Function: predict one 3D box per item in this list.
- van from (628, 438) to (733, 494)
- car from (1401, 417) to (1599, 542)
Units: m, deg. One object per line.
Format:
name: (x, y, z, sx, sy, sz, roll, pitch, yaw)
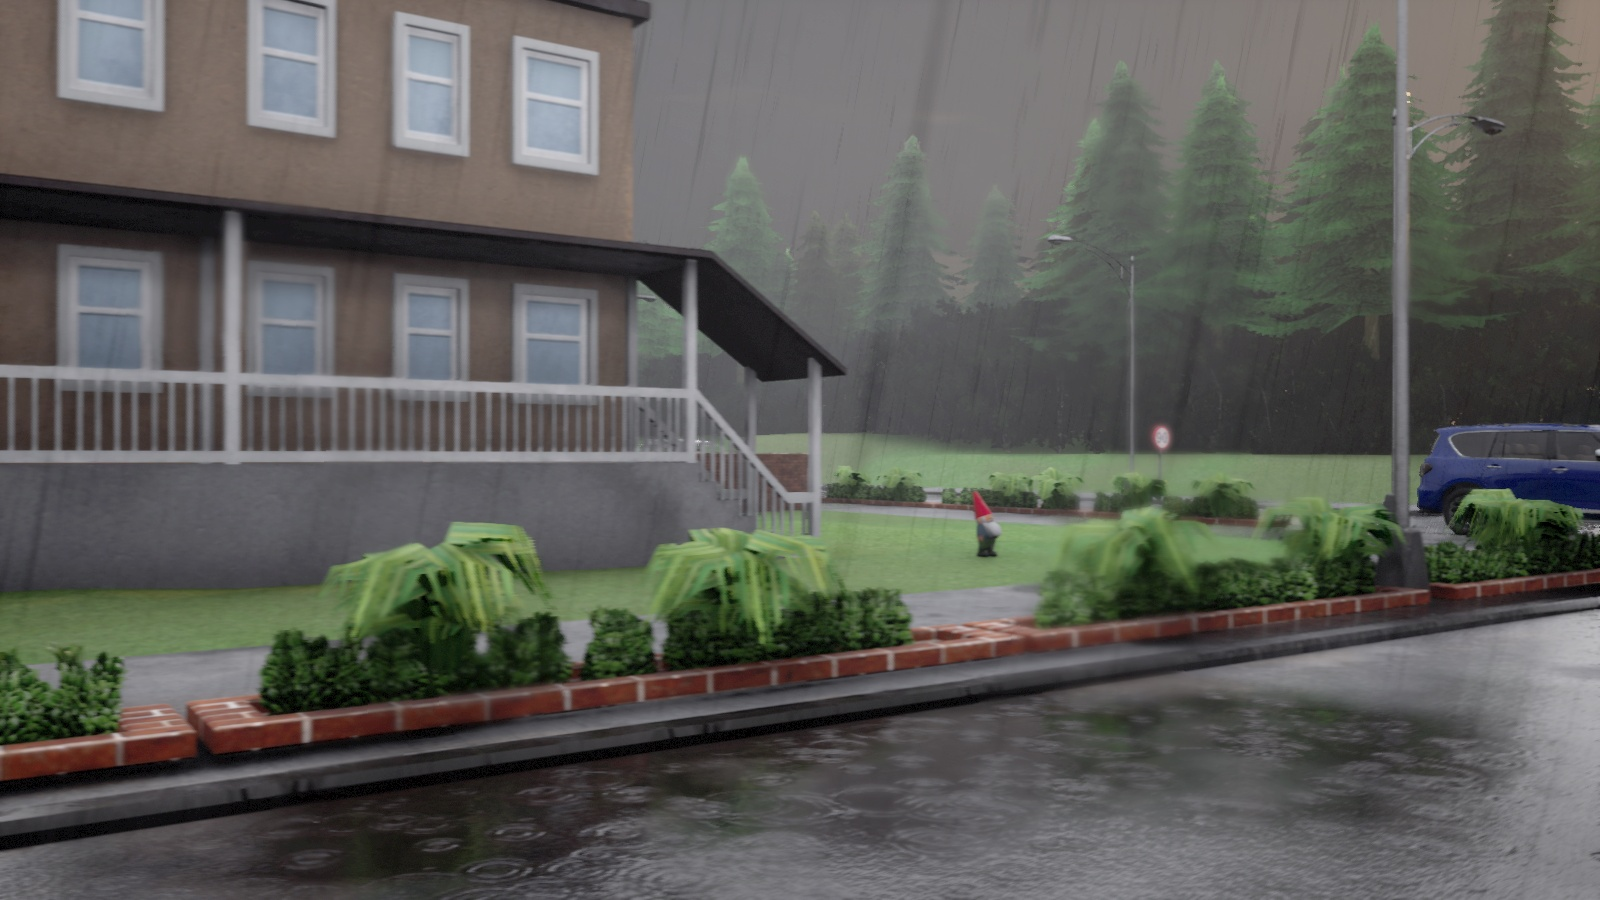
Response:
van: (-4.665, 0.597, 48.458, 2.069, 2.038, 4.480, 0, 0, -35)
car: (13.682, 0.489, 21.835, 2.150, 2.045, 5.566, 0, 0, -31)
